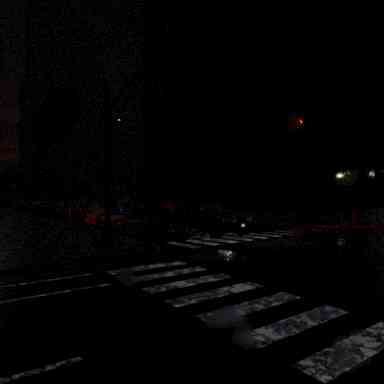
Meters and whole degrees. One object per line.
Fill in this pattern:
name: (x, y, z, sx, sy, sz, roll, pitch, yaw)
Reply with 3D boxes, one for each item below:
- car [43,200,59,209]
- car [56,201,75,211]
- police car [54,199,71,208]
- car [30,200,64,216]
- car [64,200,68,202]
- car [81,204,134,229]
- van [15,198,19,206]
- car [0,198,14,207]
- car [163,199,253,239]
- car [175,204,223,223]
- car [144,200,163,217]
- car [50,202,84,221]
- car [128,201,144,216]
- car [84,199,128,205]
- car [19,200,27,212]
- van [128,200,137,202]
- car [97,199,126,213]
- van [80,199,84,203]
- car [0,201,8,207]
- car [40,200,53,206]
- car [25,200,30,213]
car: (-26.892, 2.389, 63.511, 1.837, 1.490, 4.892, 0, -1, -35)
car: (-21.139, 2.316, 55.399, 1.994, 1.385, 4.181, 0, -1, -35)
police car: (-25.465, 2.309, 65.416, 1.930, 1.638, 5.238, 0, -1, -35)
car: (-17.717, 1.902, 40.436, 2.192, 1.841, 5.009, -1, 0, -35)
car: (-20.068, 2.033, 48.481, 2.097, 1.767, 4.553, 0, -1, -35)
car: (-6.301, 1.844, 24.361, 1.752, 1.417, 4.829, -1, 0, -35)
van: (-26.201, 2.124, 52.387, 1.690, 1.788, 3.998, -1, 0, -35)
car: (-41.295, 2.668, 73.656, 1.887, 1.381, 4.507, -1, 0, -35)
car: (0.917, 1.399, 19.005, 2.150, 2.045, 5.566, 0, -1, -37)
car: (0.561, 1.830, 29.427, 1.887, 1.381, 4.507, -1, 0, -35)
car: (-2.384, 1.670, 33.579, 2.192, 1.841, 5.009, -1, 0, -35)
car: (-12.055, 2.005, 32.467, 2.008, 1.369, 4.403, -1, 0, -35)
car: (-5.318, 2.006, 37.730, 1.802, 1.307, 4.206, -1, 0, -35)
car: (-8.262, 1.756, 31.742, 2.097, 1.767, 4.553, 0, -1, -36)
car: (-23.370, 2.158, 48.403, 1.967, 1.590, 4.097, -1, 0, -35)
van: (-8.264, 1.834, 41.882, 1.690, 1.788, 3.998, -1, 0, -35)
car: (-11.204, 1.876, 46.033, 2.192, 1.841, 5.009, -1, 0, -35)
van: (-17.083, 2.039, 54.336, 1.690, 1.788, 3.998, -1, 0, -35)
car: (-44.407, 2.772, 78.040, 1.802, 1.307, 4.206, -1, 0, -35)
car: (-34.748, 2.662, 79.162, 1.947, 1.339, 4.313, -1, 0, -35)
car: (-20.540, 2.197, 44.420, 1.887, 1.381, 4.507, -1, 0, -35)
